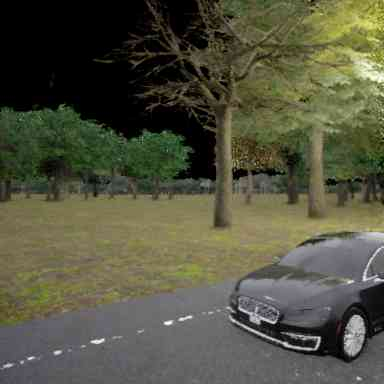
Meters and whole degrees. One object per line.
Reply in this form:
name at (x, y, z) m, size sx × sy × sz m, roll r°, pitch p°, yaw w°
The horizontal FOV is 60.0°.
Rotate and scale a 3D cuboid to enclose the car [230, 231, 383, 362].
car at (2.850, 1.526, 6.022) m, size 4.892 × 1.490 × 1.837 m, roll 0°, pitch 0°, yaw -35°
